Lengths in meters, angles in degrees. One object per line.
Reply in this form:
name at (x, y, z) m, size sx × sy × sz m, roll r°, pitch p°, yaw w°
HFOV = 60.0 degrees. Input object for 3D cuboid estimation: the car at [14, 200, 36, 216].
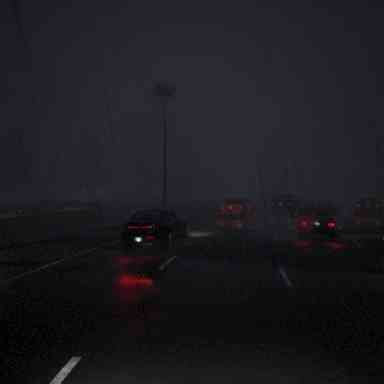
car at (-14.572, 1.564, 31.543) m, size 1.994 × 1.385 × 4.181 m, roll 0°, pitch 0°, yaw 23°

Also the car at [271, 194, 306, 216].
car at (9.272, 1.221, 32.500) m, size 2.150 × 2.045 × 5.566 m, roll 0°, pitch 0°, yaw 28°

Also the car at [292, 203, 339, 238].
car at (6.605, 1.547, 17.886) m, size 2.033 × 1.411 × 5.357 m, roll 0°, pitch 0°, yaw 18°

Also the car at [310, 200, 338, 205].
car at (12.776, 1.526, 31.603) m, size 1.812 × 1.442 × 4.674 m, roll 0°, pitch 0°, yaw 28°

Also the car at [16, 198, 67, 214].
car at (-16.317, 1.477, 36.369) m, size 1.882 × 1.535 × 5.008 m, roll 0°, pitch 0°, yaw 24°

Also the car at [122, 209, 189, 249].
car at (-1.439, 1.504, 14.679) m, size 1.837 × 1.490 × 4.892 m, roll 0°, pitch 0°, yaw 13°

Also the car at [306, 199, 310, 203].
car at (13.742, 1.564, 40.771) m, size 1.994 × 1.385 × 4.181 m, roll 0°, pitch 0°, yaw 28°

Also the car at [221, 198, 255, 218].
car at (4.269, 1.352, 30.289) m, size 2.097 × 1.767 × 4.553 m, roll 0°, pitch 0°, yaw 26°

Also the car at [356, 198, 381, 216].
car at (17.137, 1.351, 32.332) m, size 2.097 × 1.767 × 4.553 m, roll 0°, pitch 0°, yaw 28°

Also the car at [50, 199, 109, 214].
car at (-8.769, 1.477, 27.232) m, size 1.882 × 1.535 × 5.008 m, roll 0°, pitch 0°, yaw 21°

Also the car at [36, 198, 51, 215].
car at (-11.331, 1.505, 30.261) m, size 1.837 × 1.490 × 4.892 m, roll 0°, pitch 0°, yaw 23°
